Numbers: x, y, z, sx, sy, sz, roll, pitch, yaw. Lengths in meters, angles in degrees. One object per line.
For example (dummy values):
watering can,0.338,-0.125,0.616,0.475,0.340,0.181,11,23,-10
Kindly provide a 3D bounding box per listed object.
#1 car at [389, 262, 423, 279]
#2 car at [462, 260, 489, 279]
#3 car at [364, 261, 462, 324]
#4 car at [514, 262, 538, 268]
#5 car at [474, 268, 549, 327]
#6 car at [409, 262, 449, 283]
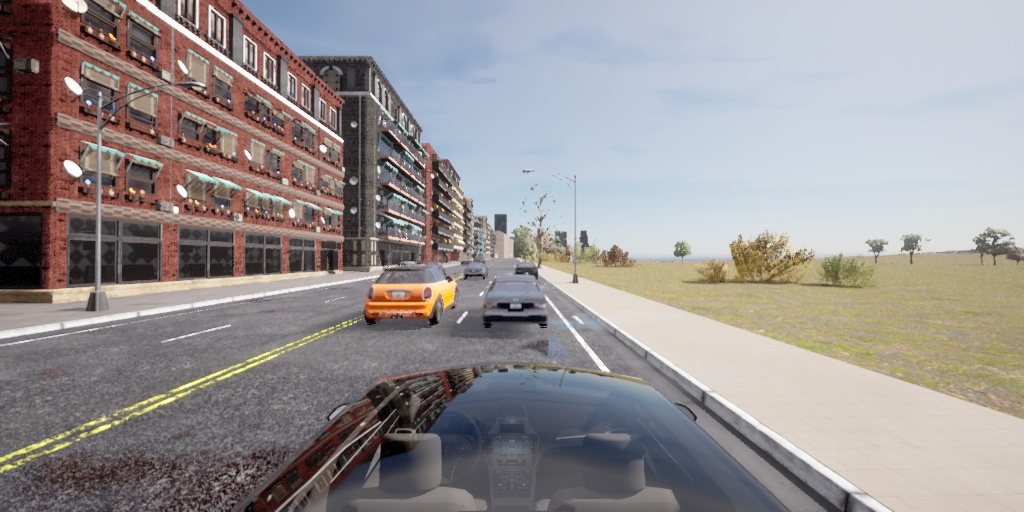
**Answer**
car,-9.803,1.273,33.554,1.812,1.442,4.674,0,0,0
car,-3.107,1.296,31.872,2.033,1.411,5.357,0,0,0
car,-3.137,1.102,12.031,2.097,1.767,4.553,0,0,0
car,1.180,1.226,30.378,1.882,1.535,5.008,0,0,0
car,0.110,1.298,11.475,2.033,1.411,5.357,0,0,0
car,-6.561,1.240,28.951,2.128,1.511,4.902,0,0,0
